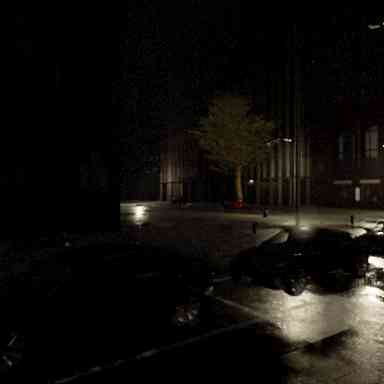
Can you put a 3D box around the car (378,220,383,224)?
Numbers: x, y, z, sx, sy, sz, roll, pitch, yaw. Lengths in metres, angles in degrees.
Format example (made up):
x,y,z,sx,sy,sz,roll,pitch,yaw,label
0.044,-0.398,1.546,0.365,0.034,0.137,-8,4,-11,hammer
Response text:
x,y,z,sx,sy,sz,roll,pitch,yaw,label
7.585,1.666,12.088,4.403,1.369,2.008,1,-1,-36,car

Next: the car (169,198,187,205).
x,y,z,sx,sy,sz,roll,pitch,yaw,label
-2.921,1.976,69.197,1.837,1.490,4.892,0,0,-36,car

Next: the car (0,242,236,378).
x,y,z,sx,sy,sz,roll,pitch,yaw,label
-1.581,1.582,5.526,4.313,1.339,1.947,1,-1,-36,car

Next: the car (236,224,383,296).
x,y,z,sx,sy,sz,roll,pitch,yaw,label
3.002,1.631,8.807,4.313,1.339,1.947,1,-1,-36,car

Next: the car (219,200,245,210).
x,y,z,sx,sy,sz,roll,pitch,yaw,label
6.109,1.963,51.073,1.994,1.385,4.181,0,0,-36,car
